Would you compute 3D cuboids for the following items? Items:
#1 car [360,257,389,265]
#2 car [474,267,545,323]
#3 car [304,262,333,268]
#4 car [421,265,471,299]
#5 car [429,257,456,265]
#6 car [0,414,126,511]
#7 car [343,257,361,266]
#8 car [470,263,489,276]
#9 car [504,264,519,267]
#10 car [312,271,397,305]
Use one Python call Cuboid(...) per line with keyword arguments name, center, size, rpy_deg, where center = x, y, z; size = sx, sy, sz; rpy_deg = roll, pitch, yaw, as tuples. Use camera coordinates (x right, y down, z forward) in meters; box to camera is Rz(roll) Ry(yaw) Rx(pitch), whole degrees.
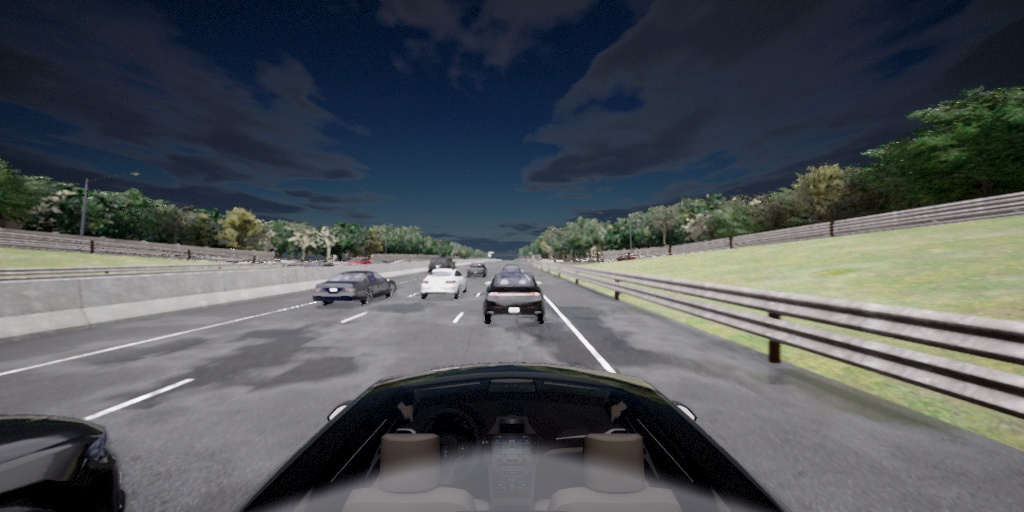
Cuboid(name="car", center=(-17.772, 1.334, 47.530), size=(2.097, 1.767, 4.553), rpy_deg=(0, 0, 0))
Cuboid(name="car", center=(0.057, 1.298, 12.387), size=(2.128, 1.511, 4.902), rpy_deg=(0, 0, 0))
Cuboid(name="car", center=(-24.767, 1.473, 46.023), size=(2.128, 1.511, 4.902), rpy_deg=(0, 0, 0))
Cuboid(name="car", center=(-3.468, 1.367, 18.793), size=(1.812, 1.442, 4.674), rpy_deg=(0, 0, 0))
Cuboid(name="car", center=(-7.046, 1.149, 36.779), size=(2.150, 2.045, 5.566), rpy_deg=(0, 0, 0))
Cuboid(name="car", center=(-3.422, 1.236, 0.259), size=(2.128, 1.511, 4.902), rpy_deg=(0, 0, 0))
Cuboid(name="car", center=(-21.274, 1.214, 49.495), size=(2.150, 2.045, 5.566), rpy_deg=(0, 0, 0))
Cuboid(name="car", center=(-3.550, 1.419, 37.435), size=(2.128, 1.511, 4.902), rpy_deg=(0, 0, 0))
Cuboid(name="car", center=(-0.026, 1.448, 32.043), size=(2.033, 1.411, 5.357), rpy_deg=(0, 0, 0))
Cuboid(name="car", center=(-6.957, 1.380, 16.456), size=(2.033, 1.411, 5.357), rpy_deg=(0, 0, 0))
